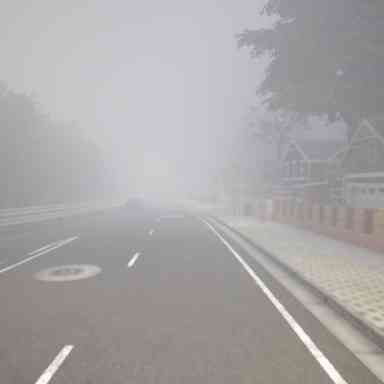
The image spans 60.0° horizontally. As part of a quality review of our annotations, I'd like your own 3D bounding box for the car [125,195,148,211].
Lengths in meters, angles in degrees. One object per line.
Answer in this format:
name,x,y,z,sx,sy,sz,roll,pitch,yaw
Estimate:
car,-6.535,1.395,38.459,1.837,1.490,4.892,0,0,-1
